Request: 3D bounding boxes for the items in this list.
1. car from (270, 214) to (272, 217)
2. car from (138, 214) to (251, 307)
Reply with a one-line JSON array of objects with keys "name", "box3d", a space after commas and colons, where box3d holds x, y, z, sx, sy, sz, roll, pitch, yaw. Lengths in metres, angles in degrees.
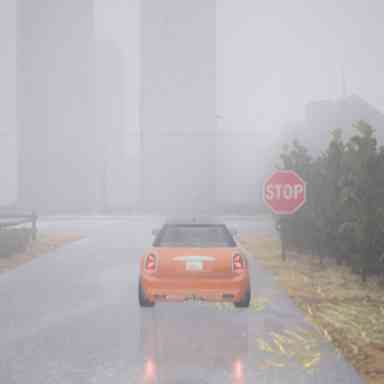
[{"name": "car", "box3d": [7.798, 1.512, 22.672, 4.718, 1.301, 1.895, 0, 0, 0]}, {"name": "car", "box3d": [0.056, 1.323, 8.049, 2.097, 1.767, 4.553, 0, 0, 0]}]
